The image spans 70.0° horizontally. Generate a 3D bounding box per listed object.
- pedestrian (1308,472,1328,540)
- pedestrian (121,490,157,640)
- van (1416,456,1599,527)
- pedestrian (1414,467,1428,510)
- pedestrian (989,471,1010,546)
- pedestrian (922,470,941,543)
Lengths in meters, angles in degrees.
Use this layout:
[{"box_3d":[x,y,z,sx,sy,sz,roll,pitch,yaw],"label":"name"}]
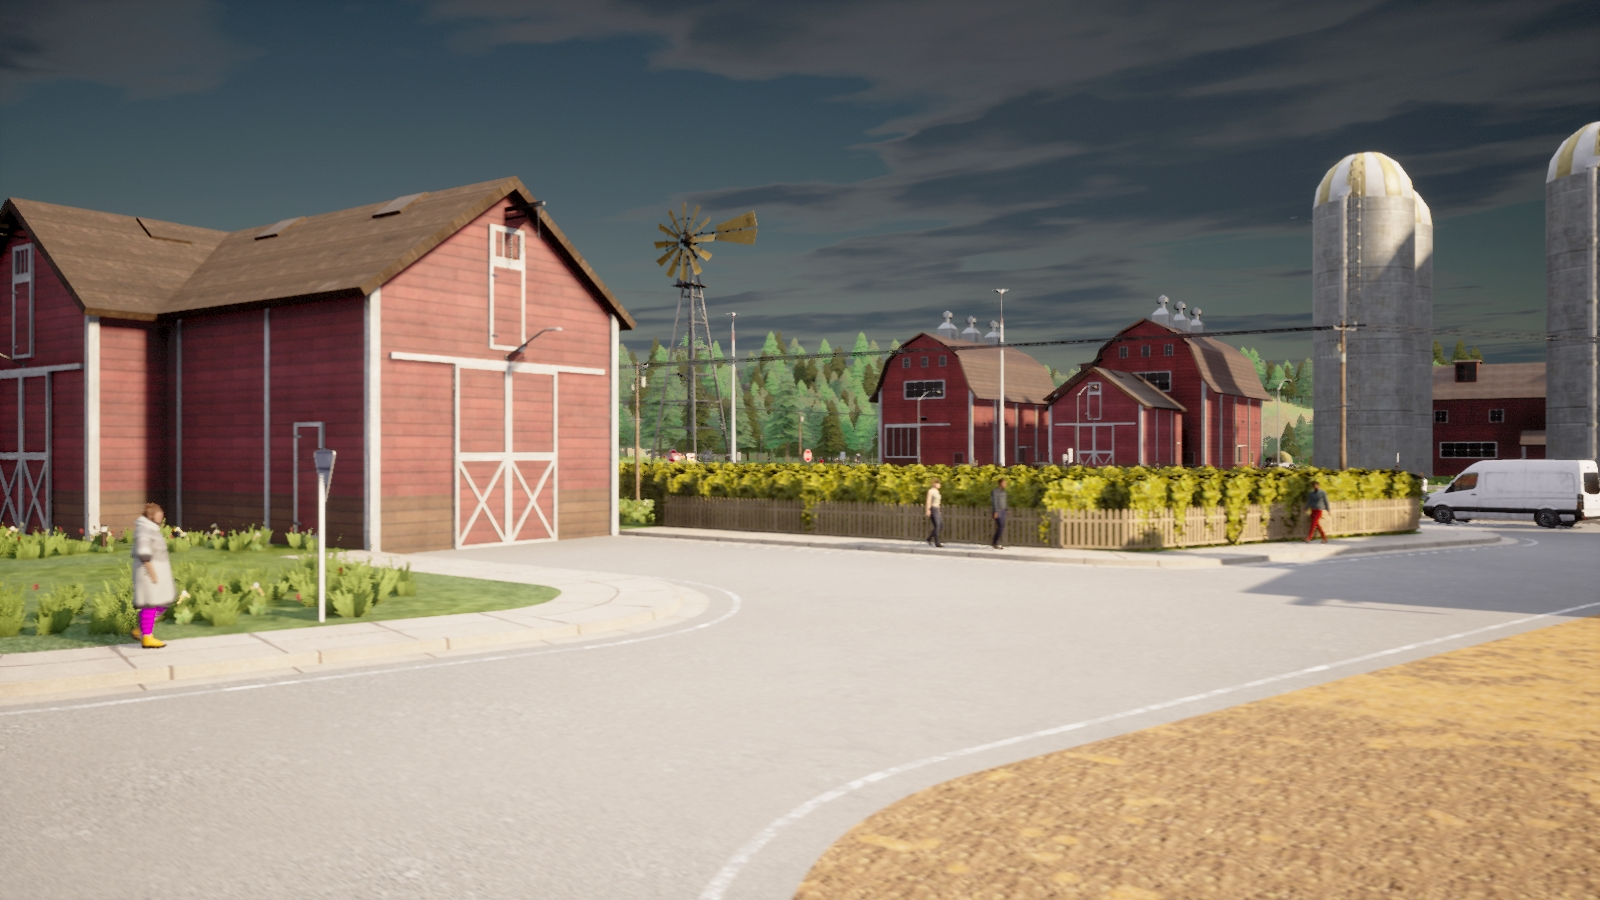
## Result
[{"box_3d":[14.419,1.558,31.814,0.375,1.860,0.375,0,0,-31],"label":"pedestrian"},{"box_3d":[-8.442,1.453,14.602,0.375,1.860,0.375,0,0,-27],"label":"pedestrian"},{"box_3d":[27.394,1.527,44.282,1.988,2.561,5.915,1,-1,-37],"label":"van"},{"box_3d":[27.428,1.696,50.459,0.375,1.860,0.375,0,0,-29],"label":"pedestrian"},{"box_3d":[5.046,1.464,28.902,0.375,1.860,0.375,0,0,43],"label":"pedestrian"},{"box_3d":[3.414,1.463,29.686,0.375,1.860,0.375,0,0,29],"label":"pedestrian"}]
